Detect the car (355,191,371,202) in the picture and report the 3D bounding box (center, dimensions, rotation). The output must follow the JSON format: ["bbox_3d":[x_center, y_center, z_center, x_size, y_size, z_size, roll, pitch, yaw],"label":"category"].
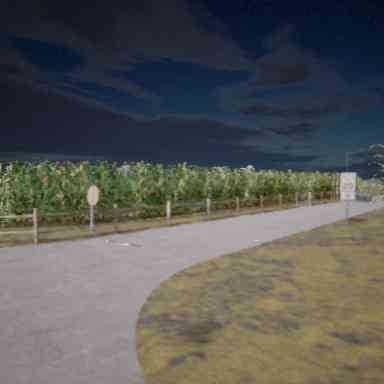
[{"bbox_3d":[22.679,0.518,44.708,1.994,1.385,4.181,1,2,40],"label":"car"}]
